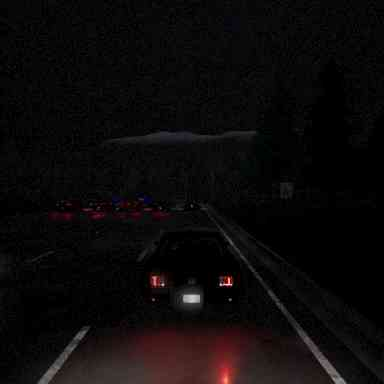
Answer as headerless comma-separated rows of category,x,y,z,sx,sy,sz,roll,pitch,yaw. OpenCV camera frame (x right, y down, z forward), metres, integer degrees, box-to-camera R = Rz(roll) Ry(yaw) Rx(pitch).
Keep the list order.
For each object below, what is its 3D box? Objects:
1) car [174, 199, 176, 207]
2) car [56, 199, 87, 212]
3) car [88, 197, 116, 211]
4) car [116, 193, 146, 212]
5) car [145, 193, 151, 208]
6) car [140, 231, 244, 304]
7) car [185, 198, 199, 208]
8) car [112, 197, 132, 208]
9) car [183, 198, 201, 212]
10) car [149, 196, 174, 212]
car,-3.489,1.564,49.546,1.994,1.385,4.181,0,0,0
car,-14.004,1.526,38.189,1.812,1.442,4.674,0,0,0
car,-10.488,1.505,39.914,1.837,1.490,4.892,0,0,0
car,-6.999,1.352,38.844,2.097,1.767,4.553,0,0,0
car,-7.002,1.221,48.789,2.150,2.045,5.566,0,0,0
car,-0.001,1.601,8.112,1.895,1.301,4.718,0,0,0
car,0.006,1.564,49.539,1.994,1.385,4.181,0,0,0
car,-10.495,1.478,49.938,1.882,1.535,5.008,0,0,0
car,0.006,1.564,39.619,1.994,1.385,4.181,0,0,0
car,-3.496,1.505,39.158,1.837,1.490,4.892,0,0,0
